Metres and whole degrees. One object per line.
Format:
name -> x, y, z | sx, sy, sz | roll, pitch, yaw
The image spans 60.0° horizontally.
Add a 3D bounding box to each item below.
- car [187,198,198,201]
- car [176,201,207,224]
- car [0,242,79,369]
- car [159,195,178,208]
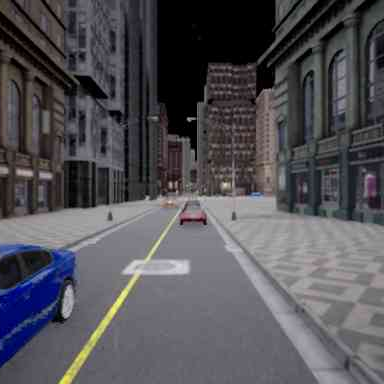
car -> 0.079, 1.537, 43.516 | 2.128, 1.511, 4.902 | 0, 0, 0
car -> 0.095, 1.596, 24.851 | 1.994, 1.385, 4.181 | 0, 0, 0
car -> -3.102, 1.487, 4.382 | 1.882, 1.535, 5.008 | 0, 0, 0
car -> -3.075, 1.401, 47.766 | 2.097, 1.767, 4.553 | 0, 0, 0
